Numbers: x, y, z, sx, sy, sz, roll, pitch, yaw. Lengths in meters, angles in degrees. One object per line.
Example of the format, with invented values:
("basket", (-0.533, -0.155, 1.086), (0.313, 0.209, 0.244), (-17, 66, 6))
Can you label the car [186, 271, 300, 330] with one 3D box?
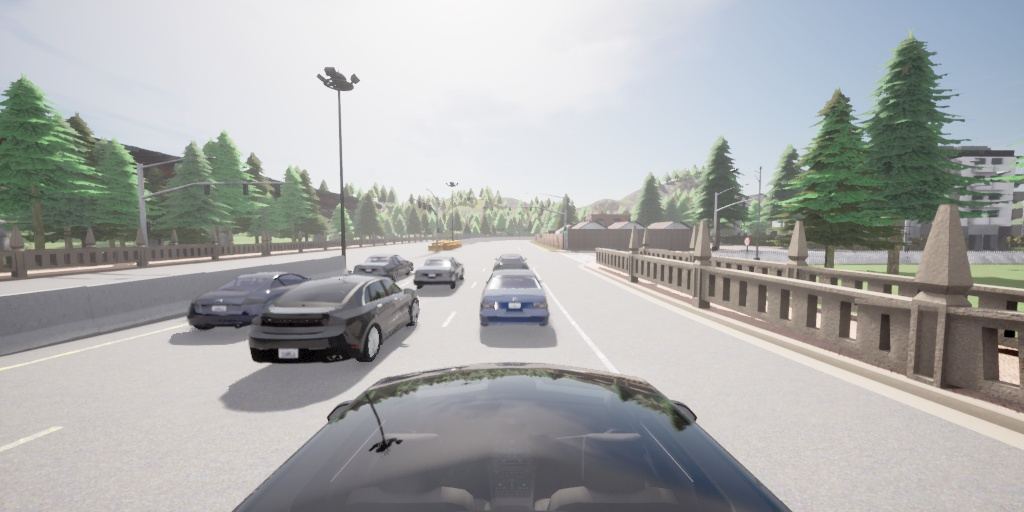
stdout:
("car", (-6.968, 1.132, 10.508), (1.994, 1.385, 4.181), (0, 2, -1))

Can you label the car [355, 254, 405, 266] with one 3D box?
("car", (-7.051, 0.582, 20.089), (2.033, 1.411, 5.357), (0, 4, -1))

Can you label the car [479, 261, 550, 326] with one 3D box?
("car", (0.035, 1.098, 10.908), (2.033, 1.411, 5.357), (0, 2, -1))

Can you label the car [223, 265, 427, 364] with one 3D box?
("car", (-3.445, 1.161, 7.906), (1.837, 1.490, 4.892), (0, 2, 0))

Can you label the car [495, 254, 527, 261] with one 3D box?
("car", (-0.058, 0.555, 20.915), (1.994, 1.385, 4.181), (0, 4, 0))

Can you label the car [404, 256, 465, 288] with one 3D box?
("car", (-3.523, 0.714, 17.949), (2.033, 1.411, 5.357), (0, 4, -2))
